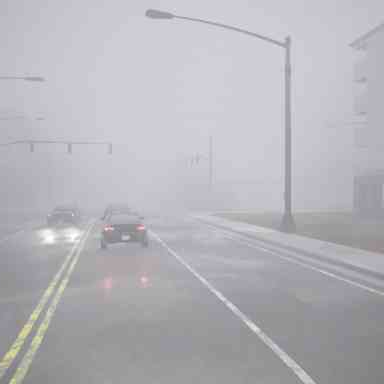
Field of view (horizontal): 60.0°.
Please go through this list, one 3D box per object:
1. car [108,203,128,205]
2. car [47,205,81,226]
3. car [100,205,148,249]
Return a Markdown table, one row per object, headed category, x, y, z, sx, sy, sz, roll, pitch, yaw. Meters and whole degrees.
| category | x | y | z | sx | sy | sz | roll | pitch | yaw |
| --- | --- | --- | --- | --- | --- | --- | --- | --- | --- |
| car | -5.253 | 1.482 | 23.410 | 1.882 | 1.535 | 5.008 | 0 | 0 | -14 |
| car | -9.067 | 1.606 | 23.785 | 1.895 | 1.301 | 4.718 | 0 | 0 | -14 |
| car | -3.028 | 1.529 | 14.635 | 1.812 | 1.442 | 4.674 | 0 | 0 | -14 |
